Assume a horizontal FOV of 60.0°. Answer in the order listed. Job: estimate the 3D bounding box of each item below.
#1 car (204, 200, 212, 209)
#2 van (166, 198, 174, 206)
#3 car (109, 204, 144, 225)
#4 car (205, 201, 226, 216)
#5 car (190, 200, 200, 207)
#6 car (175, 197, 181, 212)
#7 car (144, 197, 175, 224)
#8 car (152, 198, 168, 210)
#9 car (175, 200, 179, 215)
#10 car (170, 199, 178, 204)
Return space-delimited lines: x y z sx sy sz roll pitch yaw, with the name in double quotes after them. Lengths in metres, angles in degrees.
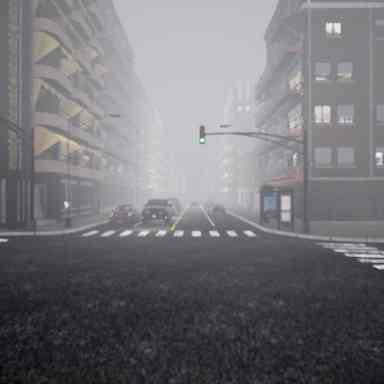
2.971 2.085 44.257 1.887 1.381 4.507 0 -1 0 "car"
-5.203 2.305 78.147 1.690 1.788 3.998 0 -1 0 "van"
-5.513 1.782 27.402 1.967 1.590 4.097 0 -1 0 "car"
2.936 2.022 38.620 2.008 1.369 4.403 0 -1 0 "car"
0.526 2.397 67.858 1.994 1.385 4.181 0 -1 0 "car"
-2.774 1.832 49.429 2.150 2.045 5.566 0 -1 0 "car"
-2.913 1.575 28.588 2.150 2.045 5.566 0 -1 1 "car"
-5.342 2.003 55.593 2.192 1.841 5.009 0 -1 0 "car"
-2.849 1.983 38.698 1.837 1.490 4.892 0 -1 0 "car"
-5.100 2.693 94.889 1.752 1.417 4.829 0 -1 0 "car"
